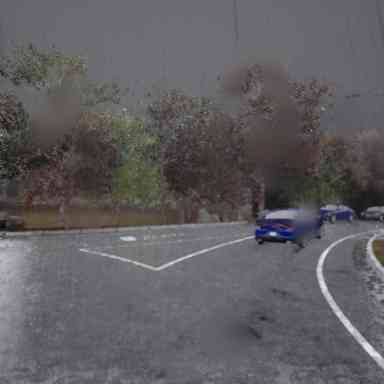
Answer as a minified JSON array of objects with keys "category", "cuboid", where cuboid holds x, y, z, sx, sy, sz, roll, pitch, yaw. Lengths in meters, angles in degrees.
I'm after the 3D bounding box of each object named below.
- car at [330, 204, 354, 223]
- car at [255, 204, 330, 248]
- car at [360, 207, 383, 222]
[{"category":"car","cuboid":[11.539,1.725,27.374,5.008,1.535,1.882,3,-2,-41]},{"category":"car","cuboid":[4.431,1.439,14.692,1.882,1.535,5.008,-1,-1,33]},{"category":"car","cuboid":[18.908,2.255,33.933,4.892,1.490,1.837,5,-4,-42]}]
